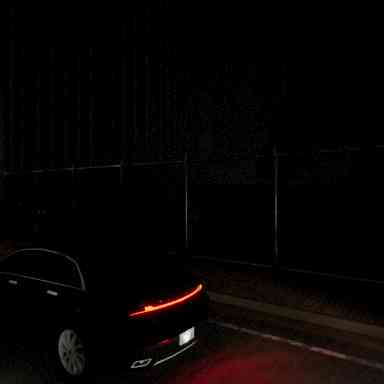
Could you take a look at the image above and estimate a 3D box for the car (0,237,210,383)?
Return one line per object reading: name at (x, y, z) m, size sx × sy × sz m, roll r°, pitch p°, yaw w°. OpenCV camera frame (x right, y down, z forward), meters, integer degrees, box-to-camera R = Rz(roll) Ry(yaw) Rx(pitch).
car at (-2.027, 1.505, 5.462) m, size 4.892 × 1.490 × 1.837 m, roll 0°, pitch 0°, yaw 36°
